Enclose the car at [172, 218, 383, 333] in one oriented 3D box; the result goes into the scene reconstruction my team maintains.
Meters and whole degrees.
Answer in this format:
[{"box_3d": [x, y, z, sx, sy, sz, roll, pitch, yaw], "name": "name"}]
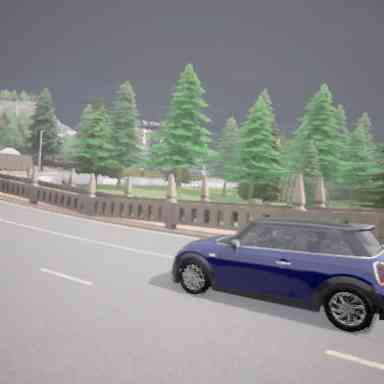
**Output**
[{"box_3d": [1.757, 1.323, 7.038, 4.553, 1.767, 2.097, 1, 1, 35], "name": "car"}]
